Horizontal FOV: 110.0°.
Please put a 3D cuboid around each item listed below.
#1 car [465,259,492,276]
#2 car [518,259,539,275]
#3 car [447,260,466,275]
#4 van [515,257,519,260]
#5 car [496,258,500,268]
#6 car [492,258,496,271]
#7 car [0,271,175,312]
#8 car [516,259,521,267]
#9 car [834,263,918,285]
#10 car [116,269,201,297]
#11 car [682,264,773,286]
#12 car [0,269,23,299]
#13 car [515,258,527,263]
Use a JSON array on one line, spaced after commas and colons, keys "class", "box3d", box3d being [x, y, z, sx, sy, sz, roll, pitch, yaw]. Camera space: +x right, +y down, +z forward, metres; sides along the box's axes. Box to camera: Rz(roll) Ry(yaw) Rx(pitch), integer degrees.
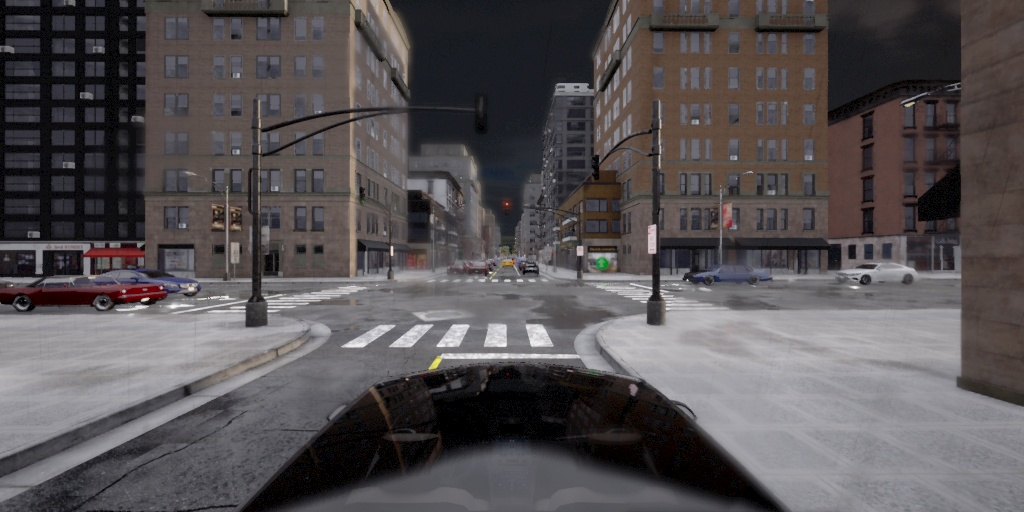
[{"class": "car", "box3d": [-3.451, 1.265, 37.858, 1.882, 1.535, 5.008, 0, 0, 0]}, {"class": "car", "box3d": [2.024, 1.355, 39.720, 1.948, 1.339, 4.313, 0, 0, 0]}, {"class": "car", "box3d": [-6.001, 1.229, 39.664, 1.967, 1.591, 4.097, 0, 0, 0]}, {"class": "van", "box3d": [1.869, 1.173, 61.763, 1.690, 1.789, 3.998, 0, 0, 0]}, {"class": "car", "box3d": [-3.596, 1.438, 63.663, 1.895, 1.301, 4.718, 0, 0, 0]}, {"class": "car", "box3d": [-3.519, 1.309, 48.117, 1.837, 1.490, 4.892, 0, 0, 0]}, {"class": "car", "box3d": [-16.565, 1.401, 14.018, 4.718, 1.301, 1.895, 0, 0, -1]}, {"class": "car", "box3d": [1.947, 1.391, 50.743, 1.802, 1.307, 4.207, 0, 0, 0]}, {"class": "car", "box3d": [24.819, 1.177, 24.469, 4.674, 1.442, 1.812, 0, 0, -1]}, {"class": "car", "box3d": [-17.737, 1.337, 17.247, 4.674, 1.442, 1.812, 0, 0, 1]}, {"class": "car", "box3d": [14.559, 1.242, 24.350, 5.357, 1.411, 2.033, 0, 0, -1]}, {"class": "car", "box3d": [-27.462, 1.397, 17.133, 5.357, 1.411, 2.033, 0, 0, -1]}, {"class": "car", "box3d": [1.908, 1.386, 56.253, 1.948, 1.339, 4.313, 0, 0, 0]}]
